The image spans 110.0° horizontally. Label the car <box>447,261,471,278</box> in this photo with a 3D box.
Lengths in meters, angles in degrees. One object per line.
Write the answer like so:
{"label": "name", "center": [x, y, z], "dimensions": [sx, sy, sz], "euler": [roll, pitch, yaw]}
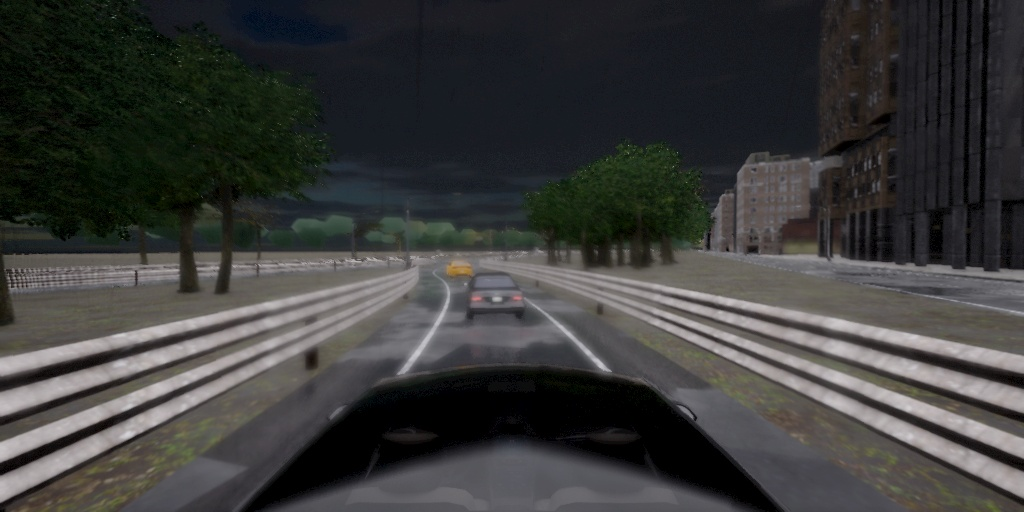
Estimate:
{"label": "car", "center": [-4.895, 1.186, 32.953], "dimensions": [1.882, 1.535, 5.008], "euler": [0, 0, -15]}

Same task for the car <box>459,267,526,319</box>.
{"label": "car", "center": [-0.717, 1.288, 12.789], "dimensions": [2.033, 1.411, 5.357], "euler": [0, 0, -7]}
